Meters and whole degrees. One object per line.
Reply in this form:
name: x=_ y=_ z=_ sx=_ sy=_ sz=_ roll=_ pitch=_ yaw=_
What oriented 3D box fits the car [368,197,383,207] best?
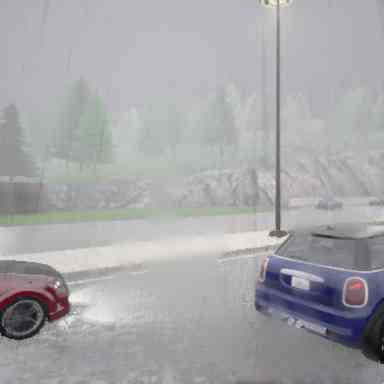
car: x=30.572 y=1.552 z=53.150 sx=4.892 sy=1.490 sz=1.837 roll=0 pitch=0 yaw=-18

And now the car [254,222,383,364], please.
car: x=3.317 y=1.357 z=6.085 sx=4.553 sy=1.767 sz=2.097 roll=0 pitch=0 yaw=-35

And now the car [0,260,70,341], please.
car: x=-4.124 y=1.564 z=5.109 sx=4.181 sy=1.385 sz=1.994 roll=0 pitch=0 yaw=-35

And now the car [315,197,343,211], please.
car: x=17.174 y=1.384 z=41.630 sx=2.097 sy=1.767 sz=4.553 roll=0 pitch=0 yaw=43
